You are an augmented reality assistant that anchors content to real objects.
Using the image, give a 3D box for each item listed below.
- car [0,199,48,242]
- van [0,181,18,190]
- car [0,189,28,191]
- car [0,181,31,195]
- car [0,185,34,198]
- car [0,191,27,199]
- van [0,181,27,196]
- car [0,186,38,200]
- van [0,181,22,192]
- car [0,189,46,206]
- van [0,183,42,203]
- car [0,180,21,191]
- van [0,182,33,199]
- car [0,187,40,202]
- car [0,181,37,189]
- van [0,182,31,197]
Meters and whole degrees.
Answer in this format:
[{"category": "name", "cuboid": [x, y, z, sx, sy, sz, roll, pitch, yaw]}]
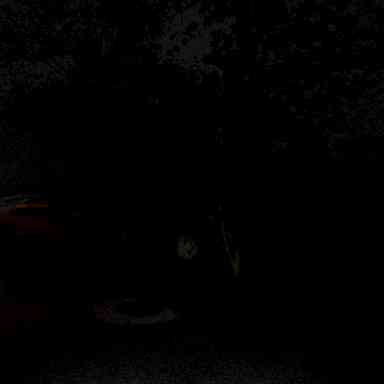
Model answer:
[{"category": "car", "cuboid": [-6.978, 1.283, 15.290, 5.008, 1.535, 2.097, 1, 2, -30]}, {"category": "van", "cuboid": [-40.502, -1.454, 72.630, 4.442, 1.987, 1.878, 1, 1, -30]}, {"category": "car", "cuboid": [-12.676, 0.806, 24.639, 5.366, 1.575, 1.946, 1, 2, -30]}, {"category": "car", "cuboid": [-27.944, -0.621, 50.961, 5.566, 2.045, 2.435, 1, 1, -30]}, {"category": "car", "cuboid": [-23.718, -0.083, 43.822, 5.008, 1.535, 2.097, 1, 1, -30]}, {"category": "car", "cuboid": [-8.344, 1.039, 17.692, 4.553, 1.767, 2.185, 1, 2, -30]}, {"category": "van", "cuboid": [-26.620, -0.501, 48.530, 4.442, 1.987, 1.878, 1, 1, -30]}, {"category": "car", "cuboid": [-20.896, 0.146, 39.063, 4.792, 1.488, 2.163, 1, 2, -30]}, {"category": "van", "cuboid": [-34.894, -1.073, 63.080, 4.442, 1.987, 1.878, 1, 1, -30]}, {"category": "car", "cuboid": [-16.744, 0.483, 31.878, 4.792, 1.488, 2.163, 1, 2, -30]}, {"category": "van", "cuboid": [-18.074, 0.108, 34.438, 4.442, 1.987, 1.878, 1, 2, -30]}, {"category": "car", "cuboid": [-39.224, -1.387, 70.168, 5.566, 2.045, 2.435, 1, 1, -30]}, {"category": "van", "cuboid": [-22.398, -0.212, 41.359, 4.442, 1.987, 1.878, 1, 2, -31]}, {"category": "car", "cuboid": [-19.561, 0.248, 36.788, 4.792, 1.488, 2.163, 1, 2, -30]}, {"category": "car", "cuboid": [-15.284, 0.322, 29.513, 5.566, 2.045, 2.435, 1, 2, -30]}, {"category": "van", "cuboid": [-25.017, -0.402, 46.260, 4.442, 1.987, 1.878, 1, 1, -30]}]
